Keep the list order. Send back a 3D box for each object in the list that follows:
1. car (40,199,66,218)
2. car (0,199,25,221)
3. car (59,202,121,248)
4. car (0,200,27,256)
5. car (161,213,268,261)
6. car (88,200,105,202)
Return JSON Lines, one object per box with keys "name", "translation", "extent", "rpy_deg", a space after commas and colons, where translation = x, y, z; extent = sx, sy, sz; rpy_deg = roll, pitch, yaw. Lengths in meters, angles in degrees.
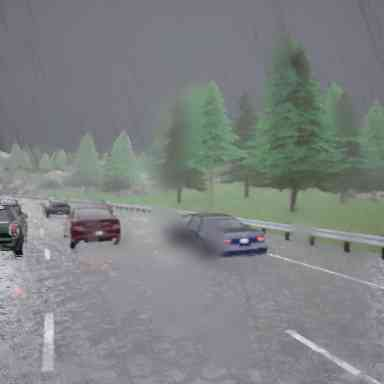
{"name": "car", "translation": [-11.596, 1.345, 28.219], "extent": [1.837, 1.490, 4.892], "rpy_deg": [0, 1, -29]}
{"name": "car", "translation": [-14.690, 1.351, 26.578], "extent": [2.128, 1.511, 4.902], "rpy_deg": [0, 1, -29]}
{"name": "car", "translation": [-4.496, 1.389, 14.526], "extent": [1.882, 1.535, 5.008], "rpy_deg": [0, 0, -25]}
{"name": "car", "translation": [-7.362, 1.286, 12.376], "extent": [2.097, 1.767, 4.553], "rpy_deg": [0, 0, -25]}
{"name": "car", "translation": [0.509, 1.461, 12.009], "extent": [2.033, 1.411, 5.357], "rpy_deg": [0, 0, -24]}
{"name": "car", "translation": [-8.732, 1.379, 30.253], "extent": [1.994, 1.385, 4.181], "rpy_deg": [0, 0, -29]}
